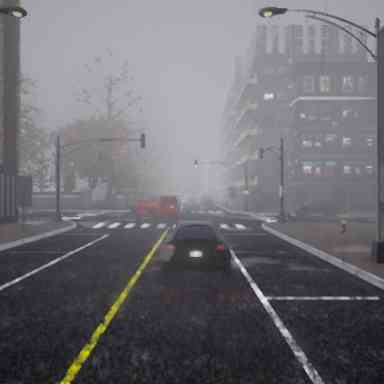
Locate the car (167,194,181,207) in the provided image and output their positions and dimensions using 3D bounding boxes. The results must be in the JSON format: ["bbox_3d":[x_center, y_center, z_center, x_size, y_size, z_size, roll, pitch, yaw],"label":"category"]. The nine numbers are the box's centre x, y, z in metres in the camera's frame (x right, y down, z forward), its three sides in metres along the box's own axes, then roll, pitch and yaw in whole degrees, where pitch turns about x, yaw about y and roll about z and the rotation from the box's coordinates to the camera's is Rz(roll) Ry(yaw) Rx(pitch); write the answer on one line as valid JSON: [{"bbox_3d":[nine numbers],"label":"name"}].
[{"bbox_3d":[-3.061,1.422,57.277,2.150,2.045,5.566,0,0,0],"label":"car"}]

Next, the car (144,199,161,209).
[{"bbox_3d":[-5.698,1.728,48.089,1.947,1.339,4.313,0,0,0],"label":"car"}]

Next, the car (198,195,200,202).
[{"bbox_3d":[2.678,1.699,70.613,1.967,1.590,4.097,0,0,0],"label":"car"}]

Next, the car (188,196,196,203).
[{"bbox_3d":[-0.016,1.840,77.188,1.994,1.385,4.181,0,0,0],"label":"car"}]

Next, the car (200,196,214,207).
[{"bbox_3d":[2.681,1.730,53.721,1.887,1.381,4.507,0,0,0],"label":"car"}]

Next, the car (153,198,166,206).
[{"bbox_3d":[-5.700,1.733,59.181,1.752,1.417,4.829,0,0,0],"label":"car"}]

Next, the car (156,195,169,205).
[{"bbox_3d":[-5.701,1.549,64.981,2.192,1.841,5.009,0,0,0],"label":"car"}]

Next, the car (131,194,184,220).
[{"bbox_3d":[-3.279,1.291,29.126,2.150,2.045,5.566,3,-1,-37],"label":"car"}]

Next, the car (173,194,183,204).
[{"bbox_3d":[-3.015,1.495,73.013,2.150,2.045,5.566,0,0,0],"label":"car"}]

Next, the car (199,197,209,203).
[{"bbox_3d":[2.676,1.836,76.242,2.008,1.369,4.403,0,0,0],"label":"car"}]

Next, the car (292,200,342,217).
[{"bbox_3d":[13.459,1.713,35.771,5.009,1.841,2.192,1,-1,-1],"label":"car"}]

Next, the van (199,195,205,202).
[{"bbox_3d":[2.681,1.550,59.353,1.690,1.788,3.998,0,0,0],"label":"van"}]

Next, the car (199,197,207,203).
[{"bbox_3d":[2.675,1.857,81.872,1.887,1.381,4.507,0,0,0],"label":"car"}]

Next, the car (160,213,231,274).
[{"bbox_3d":[0.099,1.595,10.694,1.994,1.385,4.181,0,0,0],"label":"car"}]

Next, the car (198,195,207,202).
[{"bbox_3d":[2.675,1.655,87.503,2.192,1.841,5.009,0,0,0],"label":"car"}]

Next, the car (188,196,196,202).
[{"bbox_3d":[-0.017,1.741,87.226,2.128,1.511,4.902,0,0,0],"label":"car"}]
